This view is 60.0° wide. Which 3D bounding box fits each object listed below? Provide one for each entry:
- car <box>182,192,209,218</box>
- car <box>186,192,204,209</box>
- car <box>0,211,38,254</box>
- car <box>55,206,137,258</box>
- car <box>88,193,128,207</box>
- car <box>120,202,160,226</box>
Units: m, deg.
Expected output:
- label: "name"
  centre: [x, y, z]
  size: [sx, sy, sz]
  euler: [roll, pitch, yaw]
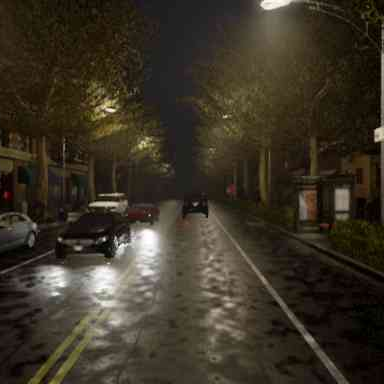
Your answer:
- label: "car"
  centre: [0.299, 1.116, 29.390]
  size: [2.150, 2.045, 5.566]
  euler: [0, 0, 0]
- label: "car"
  centre: [0.385, 1.063, 43.170]
  size: [2.150, 2.045, 5.566]
  euler: [0, 0, 0]
- label: "car"
  centre: [-7.063, 1.440, 11.370]
  size: [2.231, 1.521, 4.892]
  euler: [0, 0, 0]
- label: "car"
  centre: [-3.516, 1.479, 12.635]
  size: [1.812, 1.442, 4.674]
  euler: [0, 0, 0]
- label: "car"
  centre: [-6.381, 1.135, 25.731]
  size: [2.435, 2.045, 5.566]
  euler: [0, 0, 0]
- label: "car"
  centre: [-3.347, 1.519, 22.896]
  size: [1.895, 1.301, 4.718]
  euler: [0, 0, 0]
